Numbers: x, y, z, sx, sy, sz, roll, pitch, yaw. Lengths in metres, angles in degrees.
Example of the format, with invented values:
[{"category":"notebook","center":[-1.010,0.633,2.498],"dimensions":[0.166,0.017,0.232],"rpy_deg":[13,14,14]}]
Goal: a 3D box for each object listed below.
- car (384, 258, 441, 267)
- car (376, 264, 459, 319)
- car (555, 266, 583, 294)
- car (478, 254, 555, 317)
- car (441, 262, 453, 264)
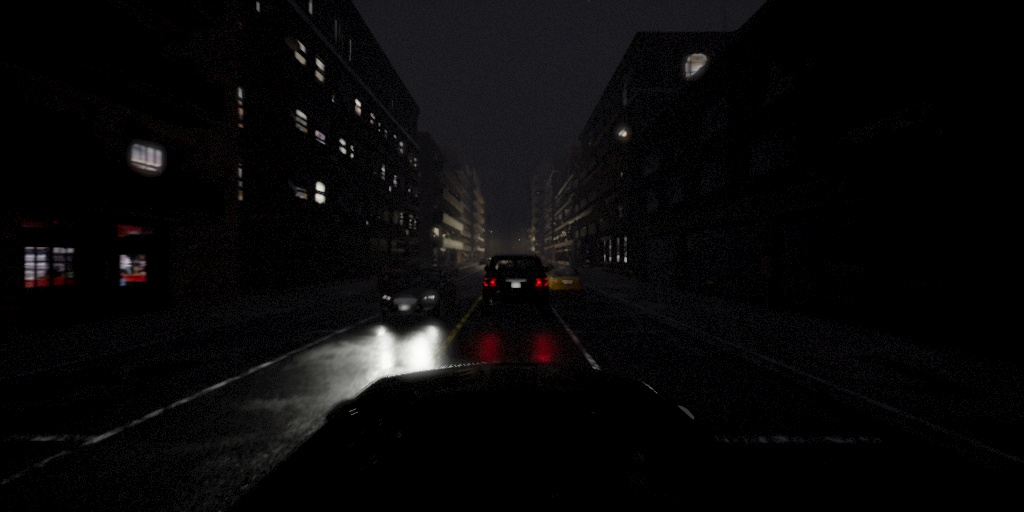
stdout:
[{"category":"car","center":[-5.658,1.021,19.651],"dimensions":[2.192,1.841,5.009],"rpy_deg":[0,0,0]},{"category":"car","center":[-3.076,1.215,12.731],"dimensions":[2.128,1.511,4.902],"rpy_deg":[0,0,0]},{"category":"car","center":[2.723,1.239,19.800],"dimensions":[1.751,1.417,4.829],"rpy_deg":[0,0,0]},{"category":"car","center":[0.122,0.947,13.249],"dimensions":[2.150,2.045,5.566],"rpy_deg":[0,0,0]},{"category":"car","center":[-5.646,1.134,25.287],"dimensions":[1.967,1.591,4.097],"rpy_deg":[0,0,0]}]
